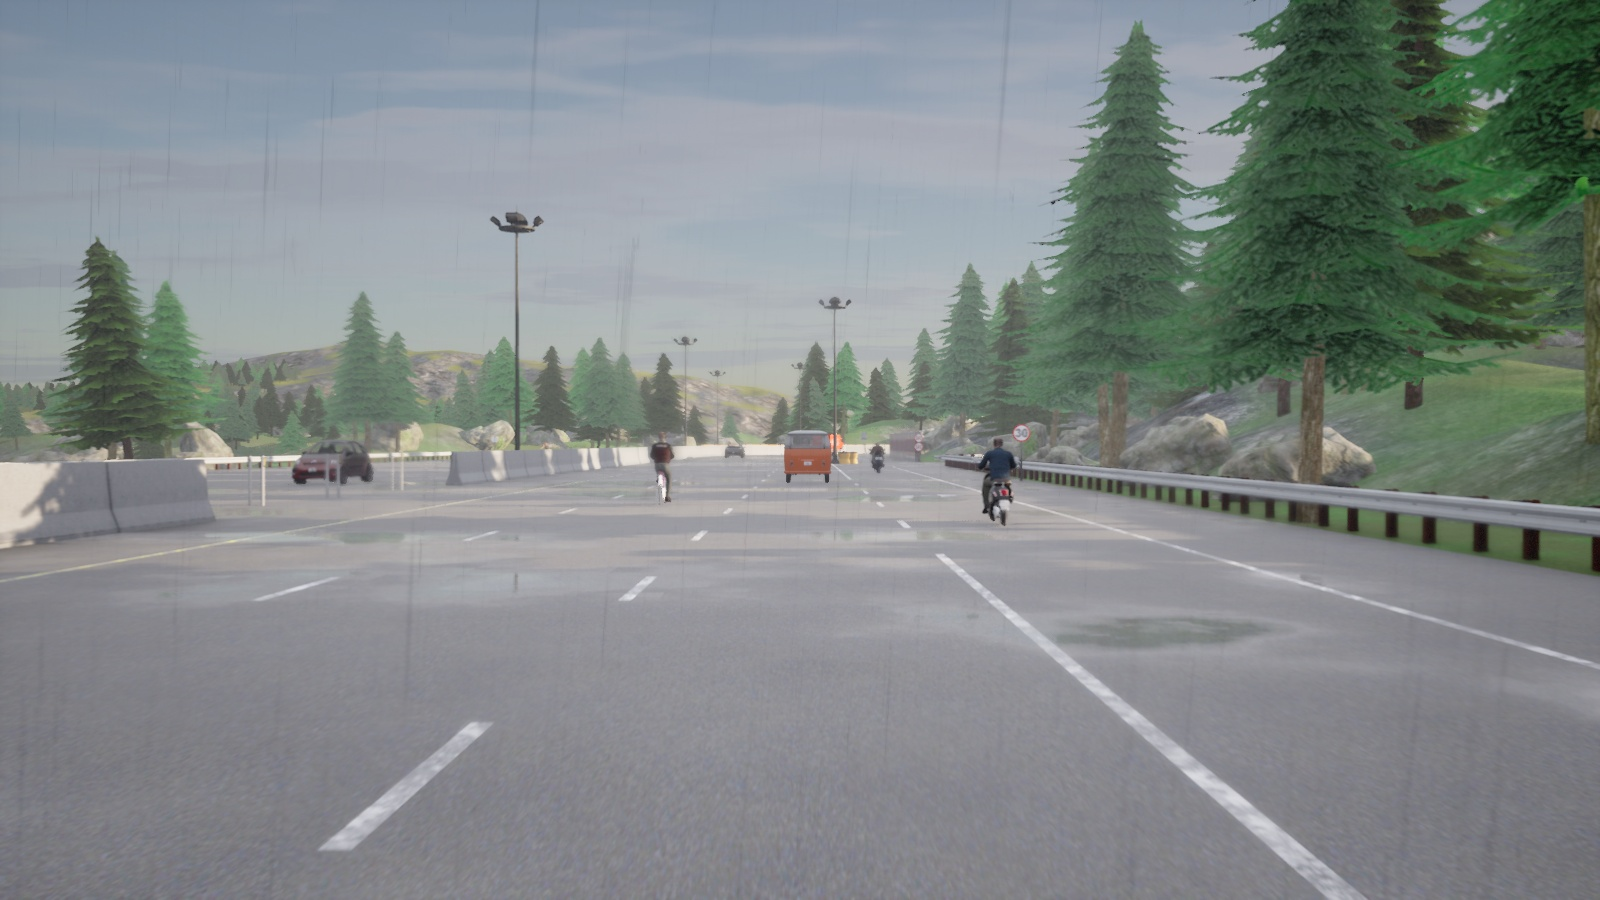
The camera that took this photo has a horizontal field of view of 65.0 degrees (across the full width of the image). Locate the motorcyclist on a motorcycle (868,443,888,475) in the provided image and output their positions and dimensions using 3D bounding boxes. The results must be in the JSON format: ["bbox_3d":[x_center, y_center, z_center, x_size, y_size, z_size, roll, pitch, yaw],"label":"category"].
[{"bbox_3d":[3.877,0.431,62.681,0.866,1.530,2.191,0,0,0],"label":"motorcyclist on a motorcycle"}]

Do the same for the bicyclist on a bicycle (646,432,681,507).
[{"bbox_3d":[-3.309,0.442,30.545,0.659,1.776,1.843,0,1,0],"label":"bicyclist on a bicycle"}]

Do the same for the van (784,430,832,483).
[{"bbox_3d":[0.297,0.224,48.835,1.775,1.987,4.442,0,0,0],"label":"van"}]

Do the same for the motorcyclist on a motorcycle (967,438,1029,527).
[{"bbox_3d":[3.649,0.571,23.278,0.866,1.590,1.817,0,0,0],"label":"motorcyclist on a motorcycle"}]

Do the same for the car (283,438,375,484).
[{"bbox_3d":[-17.219,0.370,46.099,1.851,1.617,3.988,0,0,0],"label":"car"}]
